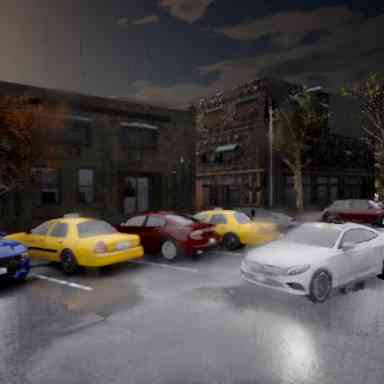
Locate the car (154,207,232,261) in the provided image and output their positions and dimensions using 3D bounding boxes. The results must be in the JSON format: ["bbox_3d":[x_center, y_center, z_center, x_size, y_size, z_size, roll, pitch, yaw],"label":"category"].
[{"bbox_3d":[-1.378,1.447,12.107,5.008,1.535,2.097,-1,0,34],"label":"car"}]

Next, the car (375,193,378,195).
[{"bbox_3d":[31.725,0.839,54.936,2.435,2.045,5.566,0,1,36],"label":"car"}]

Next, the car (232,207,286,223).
[{"bbox_3d":[0.873,1.427,13.918,5.366,1.575,1.946,-1,0,35],"label":"car"}]

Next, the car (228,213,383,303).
[{"bbox_3d":[3.303,1.476,8.198,4.674,1.442,1.812,0,0,-35],"label":"car"}]

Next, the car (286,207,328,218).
[{"bbox_3d":[3.467,1.437,15.528,4.792,1.488,2.163,-1,-1,35],"label":"car"}]

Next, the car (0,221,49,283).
[{"bbox_3d":[-6.206,1.487,8.665,5.008,1.535,2.097,-1,-1,35],"label":"car"}]

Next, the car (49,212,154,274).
[{"bbox_3d":[-3.947,1.467,10.486,5.366,1.575,1.946,-1,0,35],"label":"car"}]

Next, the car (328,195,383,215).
[{"bbox_3d":[10.643,1.223,20.706,4.553,1.767,2.185,-1,-1,35],"label":"car"}]
